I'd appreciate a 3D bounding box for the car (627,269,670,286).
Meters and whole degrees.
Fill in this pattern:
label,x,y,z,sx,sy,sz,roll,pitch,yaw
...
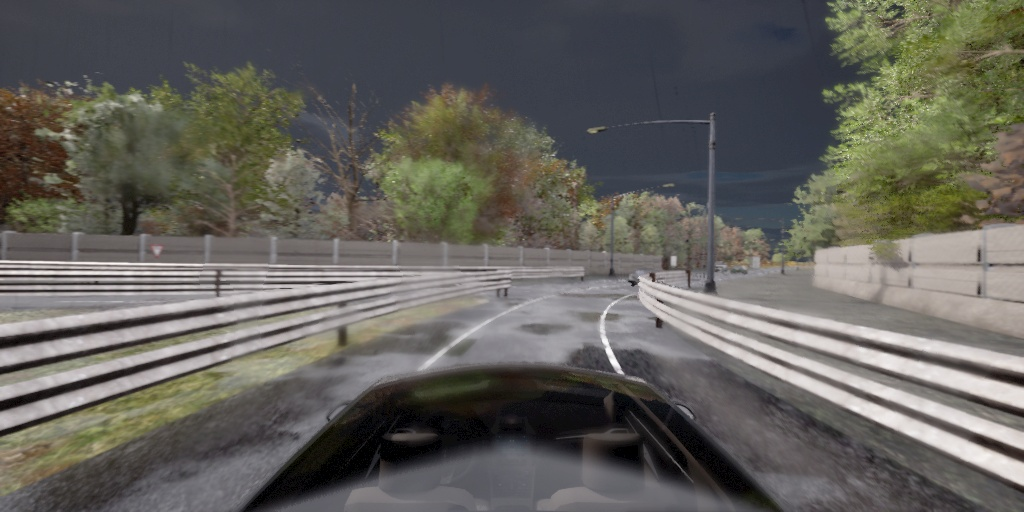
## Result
label,x,y,z,sx,sy,sz,roll,pitch,yaw
car,11.329,1.763,29.553,2.033,1.411,5.357,1,-1,41
